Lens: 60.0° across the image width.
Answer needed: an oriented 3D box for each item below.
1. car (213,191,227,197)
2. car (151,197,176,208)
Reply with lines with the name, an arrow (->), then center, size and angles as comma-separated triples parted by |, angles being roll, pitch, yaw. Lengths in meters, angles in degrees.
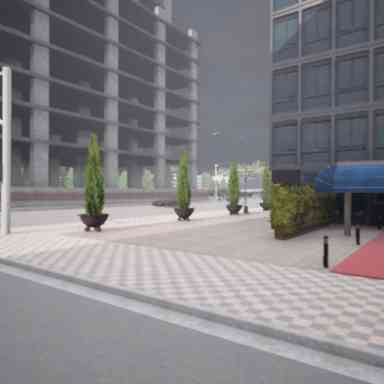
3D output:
car -> 6.036, 0.959, 56.726 | 1.994, 1.385, 4.181 | 1, 0, 36
car -> -3.080, 1.338, 44.289 | 2.033, 1.411, 5.357 | 1, 0, 36
